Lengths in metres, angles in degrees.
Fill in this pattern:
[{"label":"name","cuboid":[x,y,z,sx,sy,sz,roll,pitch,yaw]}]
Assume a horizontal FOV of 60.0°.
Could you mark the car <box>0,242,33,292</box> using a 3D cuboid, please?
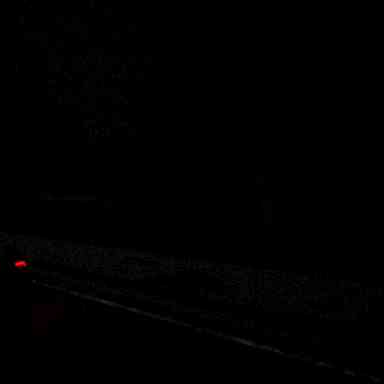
[{"label":"car","cuboid":[-5.949,1.567,7.913,5.357,1.411,2.033,0,0,36]}]
